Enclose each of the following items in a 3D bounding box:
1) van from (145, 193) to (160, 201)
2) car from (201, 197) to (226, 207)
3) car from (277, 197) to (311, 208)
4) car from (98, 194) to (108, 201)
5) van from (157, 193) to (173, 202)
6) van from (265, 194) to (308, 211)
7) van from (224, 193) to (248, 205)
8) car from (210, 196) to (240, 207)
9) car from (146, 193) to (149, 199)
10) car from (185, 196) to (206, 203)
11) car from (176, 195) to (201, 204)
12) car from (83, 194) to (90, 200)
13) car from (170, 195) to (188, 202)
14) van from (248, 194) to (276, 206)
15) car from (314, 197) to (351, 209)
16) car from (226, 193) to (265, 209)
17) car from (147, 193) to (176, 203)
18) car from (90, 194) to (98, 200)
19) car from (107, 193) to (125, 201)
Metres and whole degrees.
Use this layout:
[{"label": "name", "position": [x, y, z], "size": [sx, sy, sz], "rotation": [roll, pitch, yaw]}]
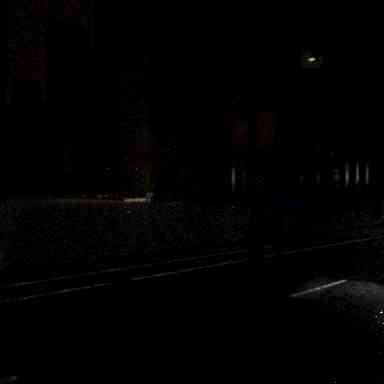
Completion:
[{"label": "van", "position": [-9.293, 1.134, 77.711], "size": [1.690, 1.788, 3.998], "rotation": [0, 0, -36]}, {"label": "car", "position": [3.581, 1.397, 45.039], "size": [1.802, 1.307, 4.206], "rotation": [0, 0, -36]}, {"label": "car", "position": [13.817, 1.381, 45.378], "size": [1.802, 1.307, 4.206], "rotation": [0, 0, -36]}, {"label": "car", "position": [-19.528, 1.253, 77.371], "size": [1.967, 1.590, 4.097], "rotation": [0, 0, -36]}, {"label": "van", "position": [-5.992, 1.134, 73.092], "size": [1.690, 1.788, 3.998], "rotation": [0, 0, -36]}, {"label": "van", "position": [10.183, 1.163, 35.800], "size": [1.690, 1.788, 3.998], "rotation": [0, 0, -36]}, {"label": "van", "position": [7.214, 1.134, 54.615], "size": [1.690, 1.788, 3.998], "rotation": [0, 0, -36]}, {"label": "car", "position": [4.684, 1.372, 48.089], "size": [1.994, 1.385, 4.181], "rotation": [0, 0, -35]}, {"label": "car", "position": [-6.844, 1.171, 69.534], "size": [2.033, 1.411, 5.357], "rotation": [0, 0, -36]}, {"label": "car", "position": [0.612, 1.374, 63.853], "size": [1.802, 1.307, 4.206], "rotation": [0, 0, -36]}, {"label": "car", "position": [-0.338, 1.324, 60.507], "size": [1.812, 1.442, 4.674], "rotation": [0, 0, -35]}, {"label": "car", "position": [-26.131, 1.379, 86.609], "size": [1.947, 1.339, 4.313], "rotation": [0, 0, -36]}, {"label": "car", "position": [-2.690, 1.374, 68.473], "size": [1.802, 1.307, 4.206], "rotation": [0, 0, -36]}, {"label": "van", "position": [10.515, 1.137, 49.997], "size": [1.690, 1.788, 3.998], "rotation": [0, 0, -36]}, {"label": "car", "position": [17.118, 1.354, 40.759], "size": [2.008, 1.369, 4.403], "rotation": [0, 0, -36]}, {"label": "car", "position": [6.882, 1.133, 40.419], "size": [2.192, 1.841, 5.009], "rotation": [0, 0, -36]}, {"label": "car", "position": [-5.893, 1.420, 63.045], "size": [2.033, 1.411, 5.357], "rotation": [0, 0, -36]}, {"label": "car", "position": [-22.730, 1.338, 81.851], "size": [1.752, 1.417, 4.829], "rotation": [0, 0, -36]}, {"label": "car", "position": [-16.227, 1.363, 72.752], "size": [2.008, 1.369, 4.403], "rotation": [0, 0, -36]}]
